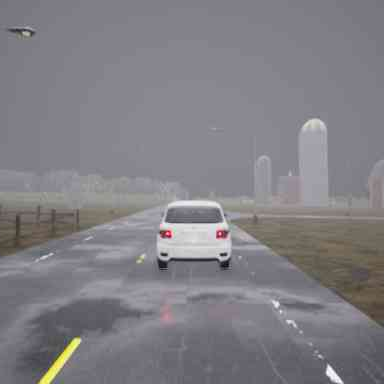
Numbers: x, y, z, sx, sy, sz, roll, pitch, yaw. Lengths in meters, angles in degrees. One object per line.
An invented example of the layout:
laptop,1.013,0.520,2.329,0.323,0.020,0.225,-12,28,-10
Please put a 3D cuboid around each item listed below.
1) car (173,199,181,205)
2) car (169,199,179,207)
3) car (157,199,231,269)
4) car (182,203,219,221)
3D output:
car,-3.734,2.463,85.978,1.882,1.535,5.008,0,-1,0
car,-3.691,2.225,70.146,1.882,1.535,5.008,0,-1,0
car,0.061,1.310,11.590,2.150,2.045,5.566,0,0,0
car,0.941,1.817,31.716,2.033,1.411,5.357,-1,-1,19
